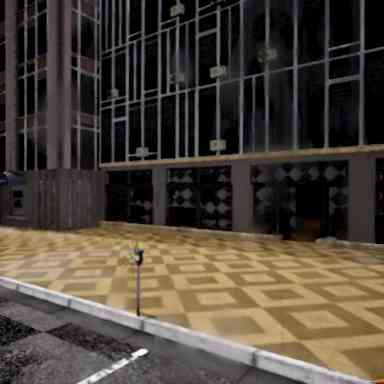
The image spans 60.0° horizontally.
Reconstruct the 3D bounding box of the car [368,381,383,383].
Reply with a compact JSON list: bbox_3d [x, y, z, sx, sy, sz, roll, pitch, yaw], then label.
[{"bbox_3d":[2.592,1.527,0.857,4.507,1.381,1.887,-1,0,36],"label":"car"}]
